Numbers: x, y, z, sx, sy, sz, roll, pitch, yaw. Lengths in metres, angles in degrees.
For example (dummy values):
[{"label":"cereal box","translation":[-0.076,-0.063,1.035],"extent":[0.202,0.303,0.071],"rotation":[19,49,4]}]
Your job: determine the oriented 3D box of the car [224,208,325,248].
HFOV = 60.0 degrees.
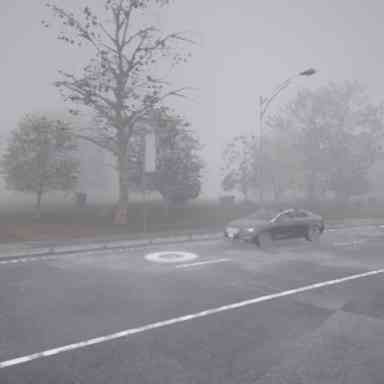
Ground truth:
[{"label":"car","translation":[3.650,1.448,14.467],"extent":[4.902,1.511,2.128],"rotation":[0,0,-31]}]
